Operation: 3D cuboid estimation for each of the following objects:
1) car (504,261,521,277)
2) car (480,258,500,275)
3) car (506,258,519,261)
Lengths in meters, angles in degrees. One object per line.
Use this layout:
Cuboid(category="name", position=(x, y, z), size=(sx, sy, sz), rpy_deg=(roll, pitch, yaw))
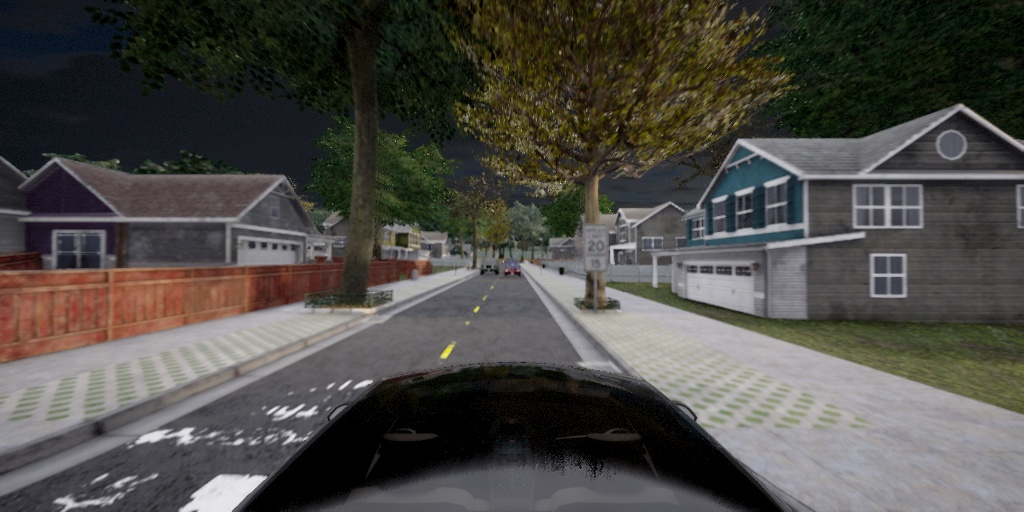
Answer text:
Cuboid(category="car", position=(0.050, 1.572, 39.646), size=(1.895, 1.301, 4.718), rpy_deg=(0, 0, 0))
Cuboid(category="car", position=(-2.693, 1.213, 44.181), size=(2.150, 2.045, 5.566), rpy_deg=(0, 0, 0))
Cuboid(category="car", position=(0.064, 1.251, 49.665), size=(2.150, 2.045, 5.566), rpy_deg=(0, 0, 0))
